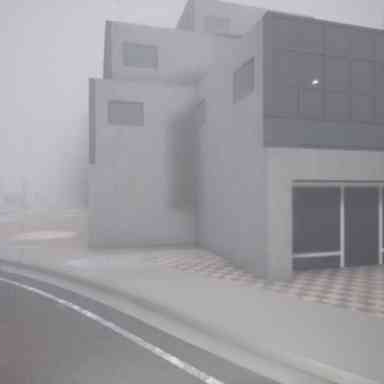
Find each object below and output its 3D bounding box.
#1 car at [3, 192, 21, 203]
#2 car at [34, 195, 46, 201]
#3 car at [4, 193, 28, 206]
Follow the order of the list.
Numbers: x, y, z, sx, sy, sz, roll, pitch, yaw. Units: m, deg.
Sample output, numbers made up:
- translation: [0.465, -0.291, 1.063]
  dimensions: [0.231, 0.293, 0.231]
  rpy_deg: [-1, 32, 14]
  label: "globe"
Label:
- translation: [-35.701, 1.120, 66.109]
  dimensions: [2.150, 2.045, 5.566]
  rpy_deg: [0, 0, -16]
  label: "car"
- translation: [-35.243, 1.428, 77.029]
  dimensions: [1.994, 1.385, 4.181]
  rpy_deg: [0, 0, -16]
  label: "car"
- translation: [-28.002, 1.143, 52.591]
  dimensions: [2.150, 2.045, 5.566]
  rpy_deg: [0, 0, -16]
  label: "car"
